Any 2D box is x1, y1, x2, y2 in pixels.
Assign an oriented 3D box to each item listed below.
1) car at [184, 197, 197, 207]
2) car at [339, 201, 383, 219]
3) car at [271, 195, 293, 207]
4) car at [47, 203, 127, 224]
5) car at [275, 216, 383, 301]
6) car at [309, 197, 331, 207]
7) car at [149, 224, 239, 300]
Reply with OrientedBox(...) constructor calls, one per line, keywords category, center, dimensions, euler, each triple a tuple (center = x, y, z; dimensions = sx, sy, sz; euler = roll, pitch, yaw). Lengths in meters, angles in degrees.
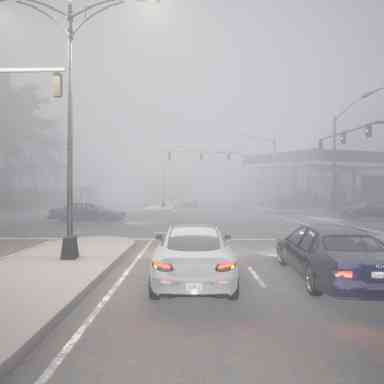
OrientedBox(category="car", center=(-0.192, 1.461, 49.344), dimensions=(1.812, 1.442, 4.674), euler=(0, 0, 0))
OrientedBox(category="car", center=(14.761, 1.523, 27.708), dimensions=(4.674, 1.442, 1.812), euler=(0, 0, -1))
OrientedBox(category="car", center=(12.911, 1.261, 47.843), dimensions=(2.242, 1.667, 4.611), euler=(0, 0, 0))
OrientedBox(category="car", center=(-7.509, 1.500, 23.942), dimensions=(5.357, 1.411, 2.033), euler=(0, 0, 1))
OrientedBox(category="car", center=(3.515, 1.545, 8.524), dimensions=(2.033, 1.411, 5.357), euler=(0, 0, 3))
OrientedBox(category="car", center=(18.651, 1.433, 48.642), dimensions=(1.970, 1.475, 3.806), euler=(0, 0, 0))
OrientedBox(category="car", center=(0.036, 1.516, 8.218), dimensions=(1.812, 1.442, 4.674), euler=(0, 0, 0))
